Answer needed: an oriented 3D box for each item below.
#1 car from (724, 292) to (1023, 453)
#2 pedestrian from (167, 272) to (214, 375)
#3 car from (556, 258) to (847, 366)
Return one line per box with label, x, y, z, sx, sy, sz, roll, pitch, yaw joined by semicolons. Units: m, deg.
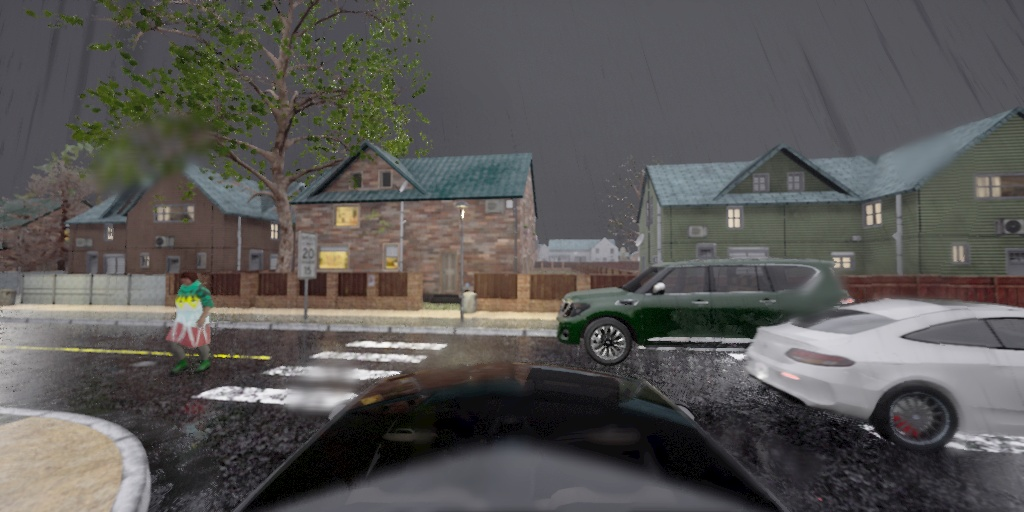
car;5.501;1.269;4.271;4.674;1.442;1.812;-1;-2;10
pedestrian;-5.741;1.157;6.406;0.375;1.860;0.375;0;-1;10
car;3.722;1.084;7.578;5.566;2.045;2.150;-1;-2;9
